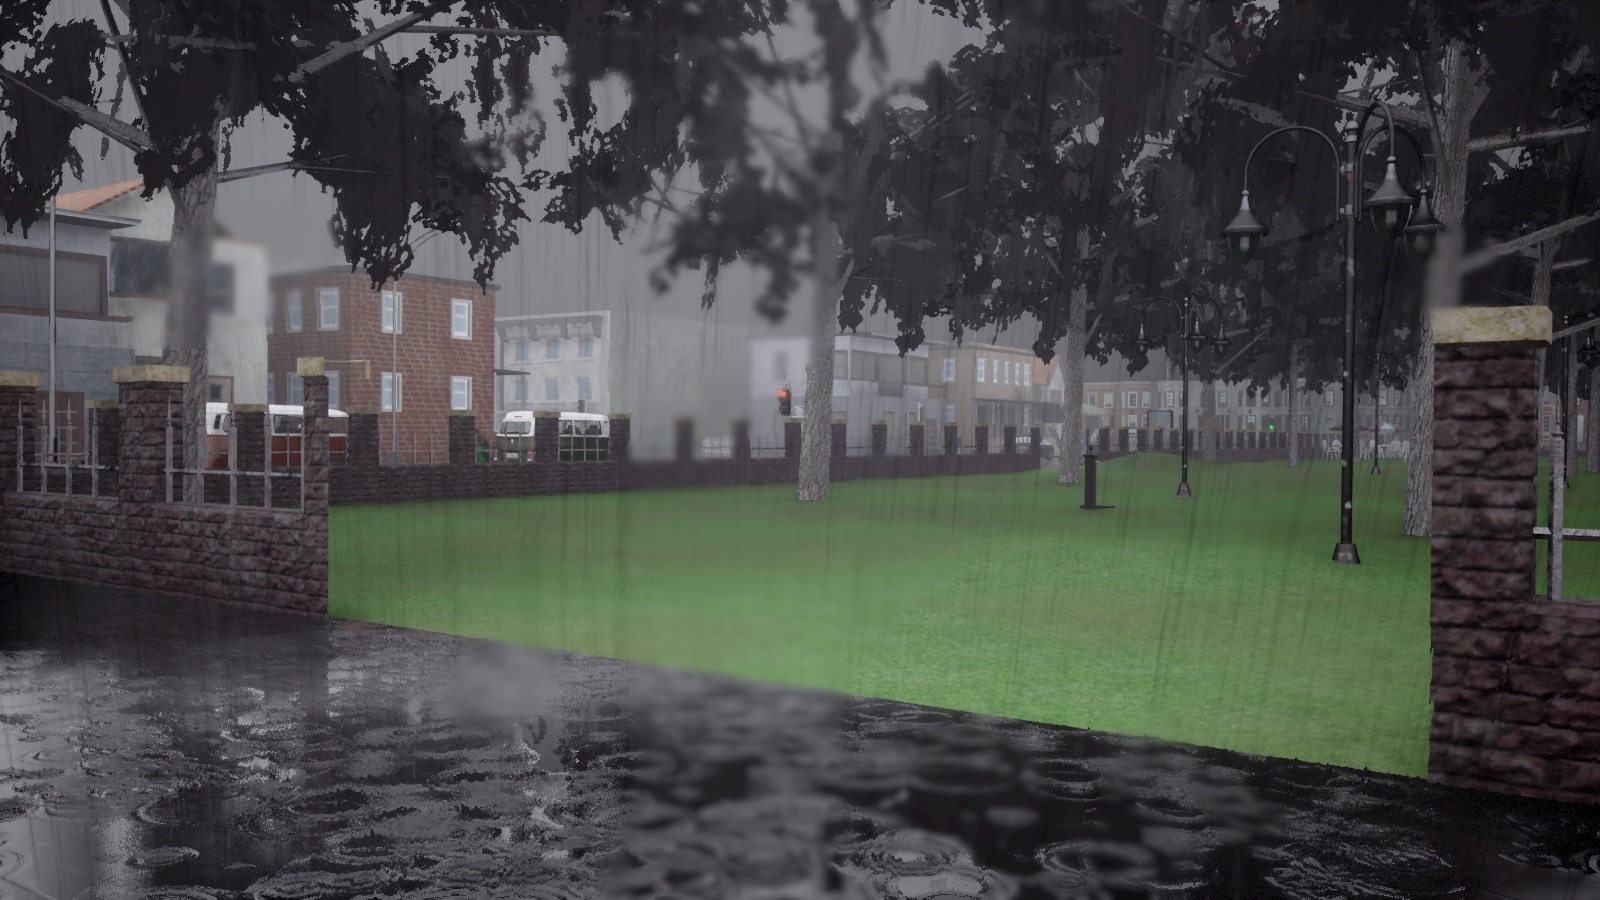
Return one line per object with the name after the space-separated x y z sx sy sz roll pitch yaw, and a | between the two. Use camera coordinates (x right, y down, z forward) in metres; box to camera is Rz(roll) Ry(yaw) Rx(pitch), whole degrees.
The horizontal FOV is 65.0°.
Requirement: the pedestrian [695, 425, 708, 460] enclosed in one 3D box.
-5.225 -0.420 66.560 0.431 1.840 0.709 -1 1 -27 | pedestrian

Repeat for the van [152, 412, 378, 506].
-12.479 0.164 29.562 2.069 2.038 4.480 0 1 33 | van

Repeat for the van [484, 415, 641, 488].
-7.002 0.007 37.457 2.069 2.038 4.480 0 1 33 | van

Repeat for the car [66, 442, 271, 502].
-15.897 0.505 31.806 1.994 1.385 4.181 0 1 35 | car

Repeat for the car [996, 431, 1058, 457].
13.397 -0.373 73.902 1.812 1.442 4.674 0 1 35 | car

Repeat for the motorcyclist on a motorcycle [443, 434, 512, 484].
-10.228 0.261 39.874 0.797 1.523 2.044 0 1 37 | motorcyclist on a motorcycle
